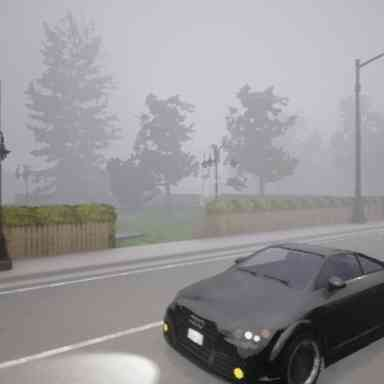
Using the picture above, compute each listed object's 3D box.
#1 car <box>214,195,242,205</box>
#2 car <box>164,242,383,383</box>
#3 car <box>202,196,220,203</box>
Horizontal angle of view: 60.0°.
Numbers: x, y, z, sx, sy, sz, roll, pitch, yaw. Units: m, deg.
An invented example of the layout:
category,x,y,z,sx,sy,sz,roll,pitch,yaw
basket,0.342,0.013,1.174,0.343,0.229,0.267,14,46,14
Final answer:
category,x,y,z,sx,sy,sz,roll,pitch,yaw
car,5.899,1.277,55.521,1.837,1.490,4.892,0,0,-36
car,1.657,1.538,5.153,4.181,1.385,1.994,0,0,-36
car,3.856,1.340,52.354,2.033,1.411,5.357,0,0,-36
